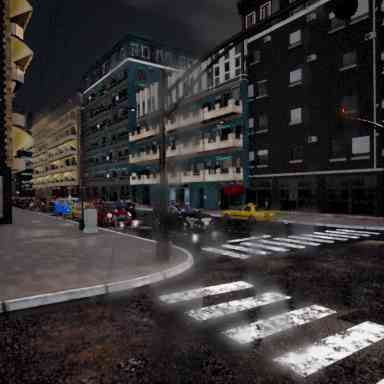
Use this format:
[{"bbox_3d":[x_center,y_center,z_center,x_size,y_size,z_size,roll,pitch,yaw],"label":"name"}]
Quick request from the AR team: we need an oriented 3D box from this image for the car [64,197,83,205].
[{"bbox_3d":[-21.516,1.645,60.319,2.008,1.369,4.403,-1,1,-35],"label":"car"}]

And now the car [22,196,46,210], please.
[{"bbox_3d":[-21.921,1.628,46.441,1.967,1.590,4.097,-1,1,-35],"label":"car"}]

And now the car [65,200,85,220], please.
[{"bbox_3d":[-8.977,1.652,28.273,1.752,1.417,4.829,-1,1,-35],"label":"car"}]

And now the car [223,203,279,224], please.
[{"bbox_3d":[4.072,1.498,24.397,1.752,1.417,4.829,-1,1,-35],"label":"car"}]

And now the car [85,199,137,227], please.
[{"bbox_3d":[-5.866,1.553,23.904,1.967,1.590,4.097,-1,1,-35],"label":"car"}]

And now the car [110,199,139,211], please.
[{"bbox_3d":[-8.672,1.582,42.288,2.008,1.369,4.403,-1,1,-35],"label":"car"}]

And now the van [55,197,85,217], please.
[{"bbox_3d":[-12.289,1.483,32.918,1.690,1.788,3.998,-1,1,-35],"label":"van"}]

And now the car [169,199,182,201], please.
[{"bbox_3d":[-2.252,1.441,33.272,1.967,1.590,4.097,-1,1,-35],"label":"car"}]

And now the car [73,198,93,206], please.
[{"bbox_3d":[-18.305,1.644,55.811,1.947,1.339,4.313,-1,1,-35],"label":"car"}]

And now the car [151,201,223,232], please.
[{"bbox_3d":[-0.693,1.552,21.022,2.128,1.511,4.902,-1,0,-39],"label":"car"}]

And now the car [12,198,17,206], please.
[{"bbox_3d":[-31.552,1.783,59.965,1.887,1.381,4.507,-1,1,-35],"label":"car"}]

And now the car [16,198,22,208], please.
[{"bbox_3d":[-25.130,1.770,50.950,1.947,1.339,4.313,-1,1,-35],"label":"car"}]

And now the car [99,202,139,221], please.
[{"bbox_3d":[-6.484,1.650,29.243,1.994,1.385,4.181,-1,0,-35],"label":"car"}]

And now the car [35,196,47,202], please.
[{"bbox_3d":[-37.570,1.728,82.857,1.887,1.381,4.507,-1,1,-35],"label":"car"}]

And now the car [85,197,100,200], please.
[{"bbox_3d":[-12.549,1.466,37.770,2.097,1.767,4.553,-1,0,-35],"label":"car"}]
